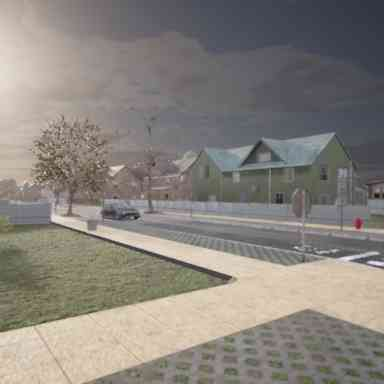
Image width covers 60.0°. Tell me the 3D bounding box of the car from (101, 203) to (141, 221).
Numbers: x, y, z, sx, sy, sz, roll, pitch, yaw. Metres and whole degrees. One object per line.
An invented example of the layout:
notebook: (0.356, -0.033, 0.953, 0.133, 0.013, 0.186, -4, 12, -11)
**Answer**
car: (-6.377, 1.709, 29.321, 2.033, 1.411, 5.357, 1, -1, -35)

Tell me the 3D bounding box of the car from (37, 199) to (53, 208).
car: (-24.713, 1.884, 55.770, 1.837, 1.490, 4.892, 1, -1, -35)
